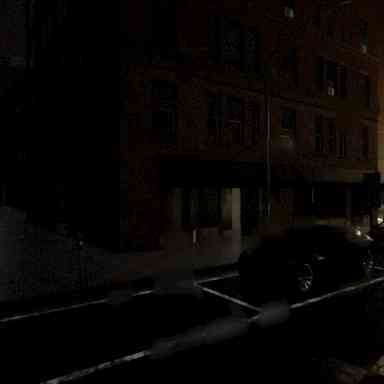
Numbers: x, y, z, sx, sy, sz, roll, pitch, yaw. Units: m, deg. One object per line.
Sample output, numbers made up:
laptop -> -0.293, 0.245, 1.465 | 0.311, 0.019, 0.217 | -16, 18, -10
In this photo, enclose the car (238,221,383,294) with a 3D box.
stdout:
car -> 3.165, 1.566, 8.801 | 4.313, 1.339, 1.947 | 0, 0, -36
